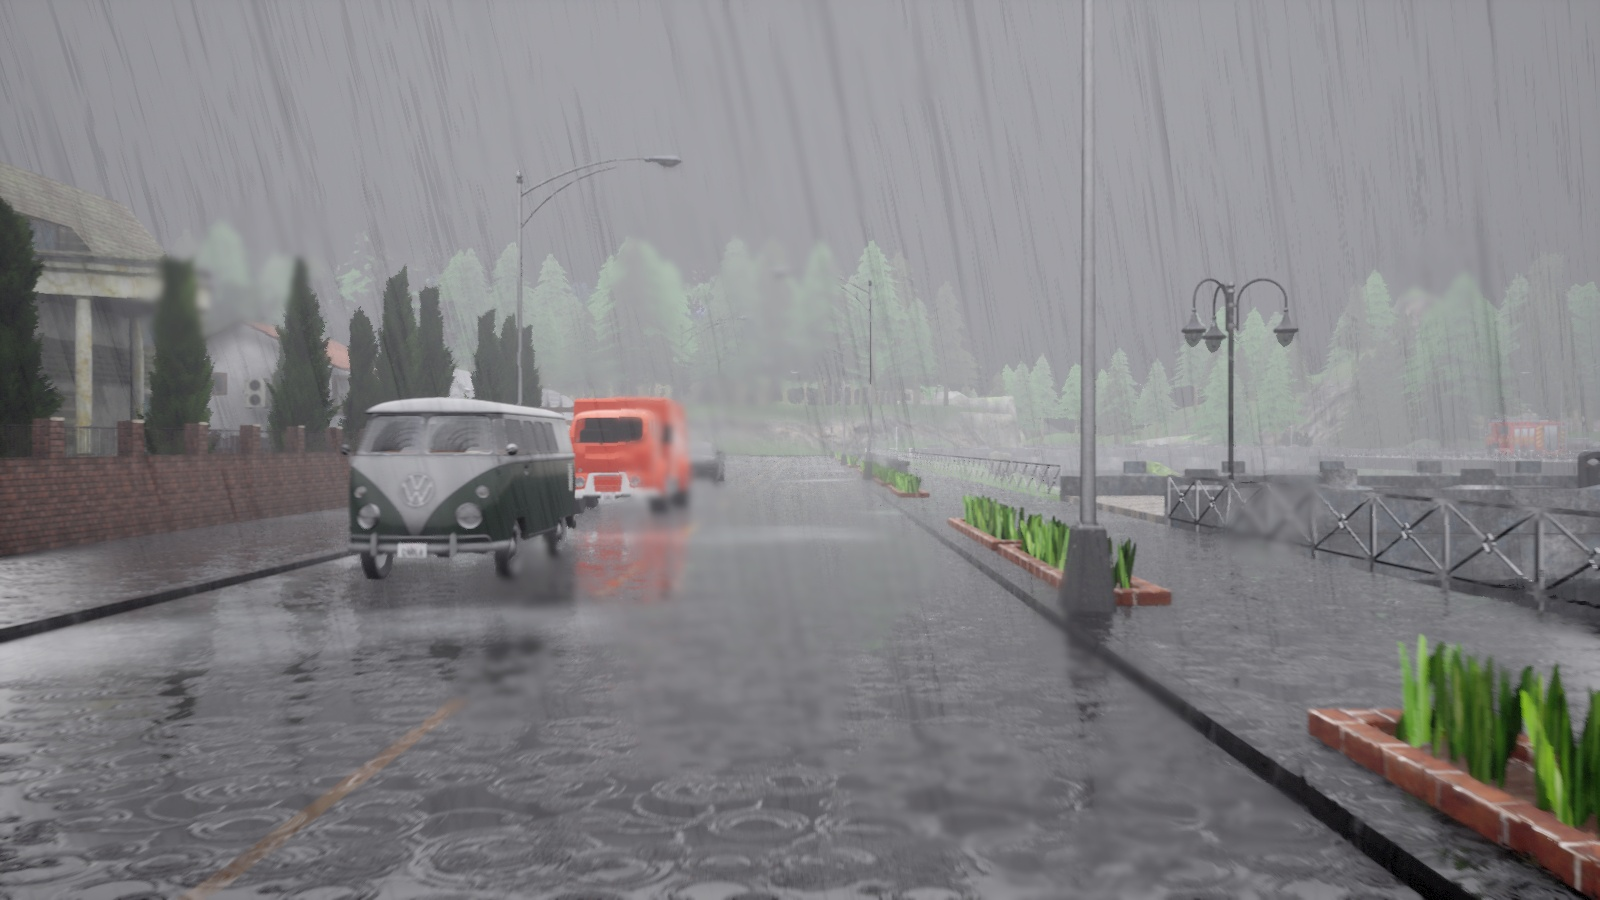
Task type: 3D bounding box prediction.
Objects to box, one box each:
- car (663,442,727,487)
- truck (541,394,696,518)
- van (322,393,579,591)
[{"bbox_3d":[-3.725,0.465,45.407,1.882,1.535,5.008,0,0,0],"label":"car"},{"bbox_3d":[-3.827,0.101,27.583,2.627,2.467,5.204,0,0,0],"label":"truck"},{"bbox_3d":[-3.900,0.412,14.835,1.775,1.987,4.442,0,0,0],"label":"van"}]
